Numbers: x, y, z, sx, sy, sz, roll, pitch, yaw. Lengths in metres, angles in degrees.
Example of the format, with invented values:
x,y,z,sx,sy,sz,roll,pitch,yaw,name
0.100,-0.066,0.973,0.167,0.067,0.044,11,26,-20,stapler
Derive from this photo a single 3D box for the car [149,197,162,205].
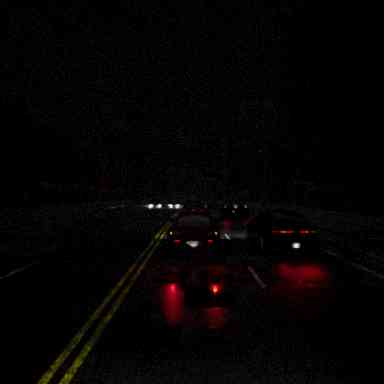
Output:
x,y,z,sx,sy,sz,roll,pitch,yaw,name
-6.311,1.562,58.230,1.895,1.301,4.718,0,-1,1,car

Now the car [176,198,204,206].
x,y,z,sx,sy,sz,roll,pitch,yaw,name
0.133,1.389,25.865,2.033,1.411,5.357,0,0,1,car

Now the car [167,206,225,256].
x,y,z,sx,sy,sz,roll,pitch,yaw,name
0.094,1.441,12.619,1.812,1.442,4.674,0,0,1,car

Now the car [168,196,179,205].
x,y,z,sx,sy,sz,roll,pitch,yaw,name
-3.068,1.453,58.235,2.128,1.511,4.902,0,-1,1,car

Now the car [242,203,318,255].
x,y,z,sx,sy,sz,roll,pitch,yaw,name
3.348,1.418,12.992,1.837,1.490,4.892,0,1,1,car

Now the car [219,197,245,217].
x,y,z,sx,sy,sz,roll,pitch,yaw,name
3.411,1.187,27.896,2.097,1.767,4.553,0,0,1,car
